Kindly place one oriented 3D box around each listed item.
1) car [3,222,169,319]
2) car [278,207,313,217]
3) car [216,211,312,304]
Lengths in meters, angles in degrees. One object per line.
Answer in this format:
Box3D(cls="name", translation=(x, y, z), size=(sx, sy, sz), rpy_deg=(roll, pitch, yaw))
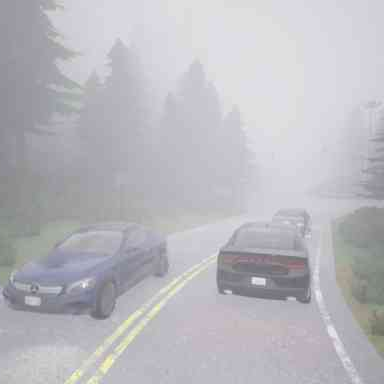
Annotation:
Box3D(cls="car", translation=(-1.924, 1.463, 7.545), size=(1.812, 1.442, 4.674), rpy_deg=(1, 1, 15))
Box3D(cls="car", translation=(5.396, 1.539, 17.925), size=(2.033, 1.411, 5.357), rpy_deg=(2, 1, 22))
Box3D(cls="car", translation=(1.957, 1.483, 8.436), size=(1.882, 1.535, 5.008), rpy_deg=(1, 0, 17))
